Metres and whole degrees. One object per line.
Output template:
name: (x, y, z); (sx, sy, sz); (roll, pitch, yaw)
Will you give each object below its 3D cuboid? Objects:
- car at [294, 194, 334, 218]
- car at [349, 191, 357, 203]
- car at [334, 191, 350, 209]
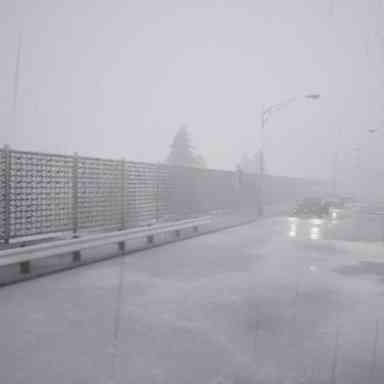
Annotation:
car: (9.044, 0.993, 24.875); (1.837, 1.490, 4.892); (2, 2, 31)
car: (21.802, 0.635, 46.305); (1.882, 1.535, 5.008); (2, 1, 31)
car: (14.367, 0.897, 33.826); (2.033, 1.411, 5.357); (2, 2, 31)
